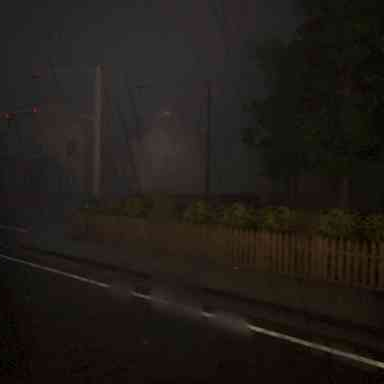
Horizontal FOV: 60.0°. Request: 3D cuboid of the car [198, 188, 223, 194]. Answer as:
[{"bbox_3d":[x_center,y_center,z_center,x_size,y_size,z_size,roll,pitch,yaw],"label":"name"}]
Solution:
[{"bbox_3d":[2.423,0.519,47.146,2.150,2.045,5.566,2,1,35],"label":"car"}]
